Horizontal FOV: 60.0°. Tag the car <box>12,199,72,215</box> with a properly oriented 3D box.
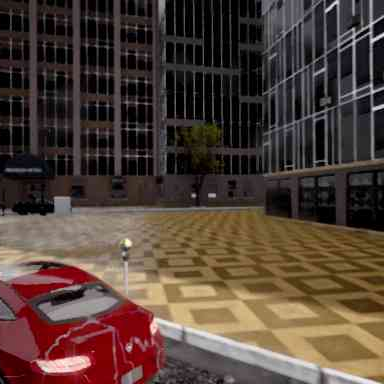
[{"bbox_3d":[-13.387,1.350,29.785,4.902,1.511,2.128,-1,0,-14],"label":"car"}]

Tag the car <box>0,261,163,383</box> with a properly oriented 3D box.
[{"bbox_3d":[-2.254,1.586,4.336,4.206,1.307,1.802,0,0,36],"label":"car"}]
